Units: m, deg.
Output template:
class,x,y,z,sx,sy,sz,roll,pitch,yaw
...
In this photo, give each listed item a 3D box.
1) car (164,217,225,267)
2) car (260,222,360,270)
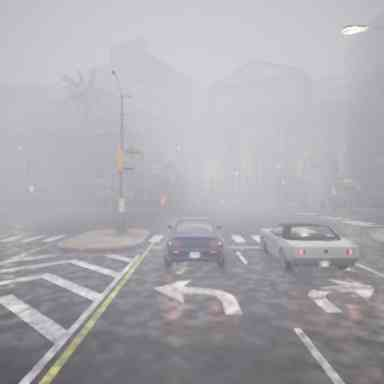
class,x,y,z,sx,sy,sz,roll,pitch,yaw
car,0.085,1.585,11.492,1.812,1.442,4.674,0,0,0
car,3.596,1.659,11.195,1.895,1.301,4.718,0,0,0
